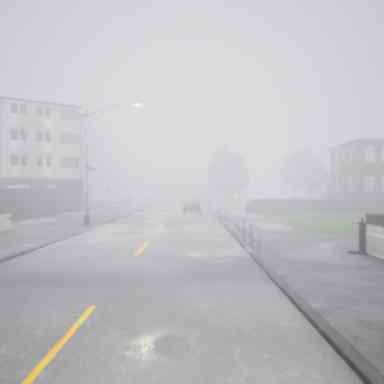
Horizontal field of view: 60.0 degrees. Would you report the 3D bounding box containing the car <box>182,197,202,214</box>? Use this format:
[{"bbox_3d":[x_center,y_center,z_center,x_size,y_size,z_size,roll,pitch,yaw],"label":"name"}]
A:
[{"bbox_3d":[0.003,1.477,34.927,2.128,1.511,4.902,0,0,0],"label":"car"}]

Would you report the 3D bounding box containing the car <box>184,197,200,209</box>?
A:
[{"bbox_3d":[0.014,1.473,47.041,2.128,1.511,4.902,0,0,0],"label":"car"}]
